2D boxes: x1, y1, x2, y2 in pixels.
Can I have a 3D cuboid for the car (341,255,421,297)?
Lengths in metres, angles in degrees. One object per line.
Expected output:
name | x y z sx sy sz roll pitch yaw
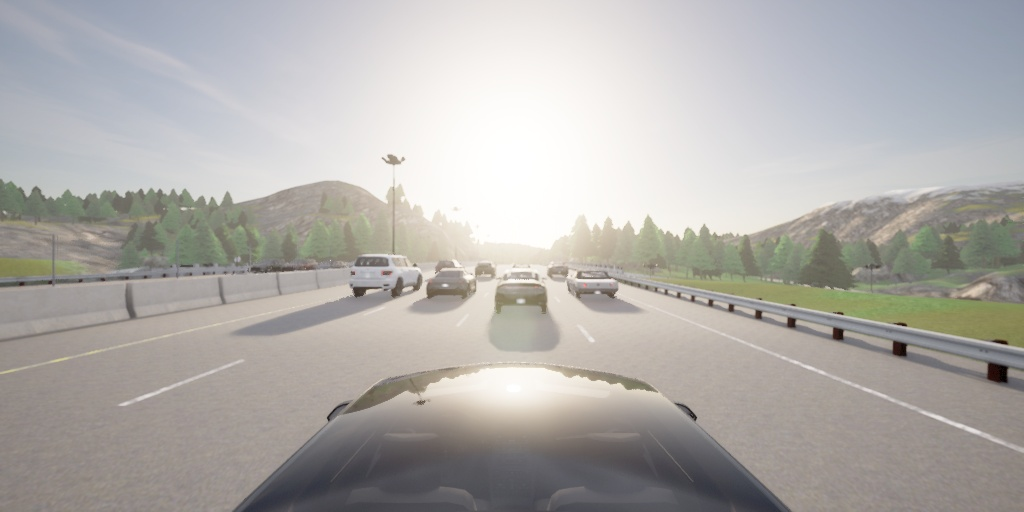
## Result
car | -6.478 0.975 19.020 2.150 2.045 5.566 0 -1 2

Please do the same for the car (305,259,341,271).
car | -20.139 1.249 39.790 2.128 1.511 4.902 0 0 2

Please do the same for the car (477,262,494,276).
car | -2.561 1.286 35.354 1.837 1.490 4.892 0 0 2

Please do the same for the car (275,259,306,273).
car | -23.630 1.104 40.056 2.097 1.767 4.553 0 0 2

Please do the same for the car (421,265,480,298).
car | -3.007 1.328 18.470 1.994 1.385 4.181 0 0 2

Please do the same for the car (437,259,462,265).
car | -6.075 1.129 34.931 2.097 1.767 4.553 0 0 2

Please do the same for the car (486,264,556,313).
car | 0.368 1.258 14.120 2.128 1.511 4.902 0 0 2

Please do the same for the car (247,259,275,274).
car | -27.129 1.097 40.038 2.097 1.767 4.553 0 0 2

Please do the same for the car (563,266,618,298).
car | 4.001 1.377 18.639 1.895 1.301 4.718 0 0 2

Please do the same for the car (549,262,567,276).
car | 4.437 1.287 35.224 2.128 1.511 4.902 0 0 2
